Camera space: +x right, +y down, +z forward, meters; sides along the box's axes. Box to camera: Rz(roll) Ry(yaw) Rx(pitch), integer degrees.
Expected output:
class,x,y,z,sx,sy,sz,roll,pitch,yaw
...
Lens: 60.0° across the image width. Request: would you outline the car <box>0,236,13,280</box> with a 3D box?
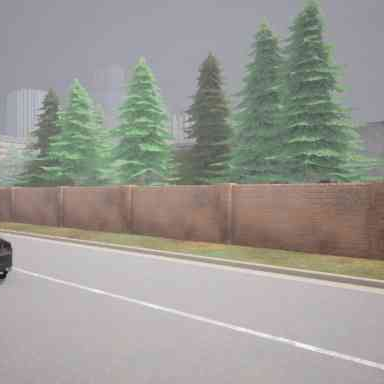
class,x,y,z,sx,sy,sz,roll,pitch,yaw
car,-6.505,1.500,8.609,4.892,1.490,1.837,-2,-1,36
